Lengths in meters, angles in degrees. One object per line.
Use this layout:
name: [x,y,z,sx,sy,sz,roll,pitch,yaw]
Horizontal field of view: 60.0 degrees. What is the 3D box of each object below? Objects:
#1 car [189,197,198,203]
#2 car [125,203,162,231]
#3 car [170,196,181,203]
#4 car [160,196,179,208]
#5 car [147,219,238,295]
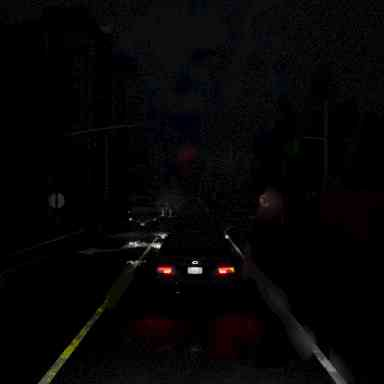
car: [0.244,1.601,69.643,1.895,1.301,4.718,0,0,0]
car: [-3.003,1.528,20.778,1.812,1.442,4.674,1,0,-7]
car: [-3.359,1.547,68.884,2.033,1.411,5.357,0,0,0]
car: [-3.495,1.491,48.300,2.128,1.511,4.902,0,0,0]
car: [0.077,1.547,8.870,2.033,1.411,5.357,0,0,0]
